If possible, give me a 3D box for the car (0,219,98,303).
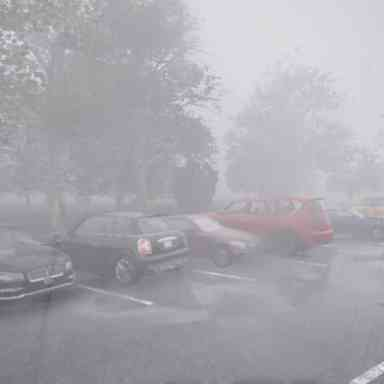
[{"bbox_3d":[-4.785,1.484,7.803,4.892,1.521,2.231,-1,-1,34],"label":"car"}]

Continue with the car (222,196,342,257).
[{"bbox_3d":[2.488,1.201,12.924,5.566,2.045,2.435,-1,0,35],"label":"car"}]

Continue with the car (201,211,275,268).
[{"bbox_3d":[0.078,1.502,11.217,4.674,1.452,2.002,-1,-1,35],"label":"car"}]

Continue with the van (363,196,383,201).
[{"bbox_3d":[12.438,1.196,19.525,4.442,1.987,1.878,-1,-1,36],"label":"van"}]

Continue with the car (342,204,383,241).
[{"bbox_3d":[7.417,1.476,16.269,4.674,1.452,2.002,-1,-1,36],"label":"car"}]

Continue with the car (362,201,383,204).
[{"bbox_3d":[10.029,1.424,17.825,5.366,1.575,1.946,-1,-1,36],"label":"car"}]

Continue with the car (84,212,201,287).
[{"bbox_3d":[-2.334,1.346,9.486,4.553,1.767,2.185,-1,0,35],"label":"car"}]
